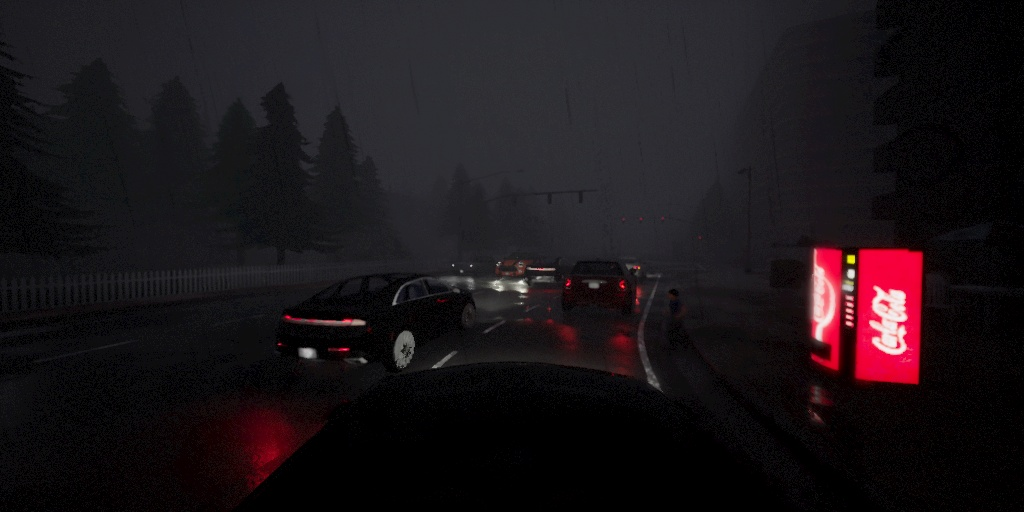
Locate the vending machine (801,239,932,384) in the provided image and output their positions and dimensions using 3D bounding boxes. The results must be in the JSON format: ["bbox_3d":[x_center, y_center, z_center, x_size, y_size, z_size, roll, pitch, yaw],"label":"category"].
[{"bbox_3d":[5.402,0.850,5.567,1.100,2.100,0.880,0,0,15],"label":"vending machine"}]

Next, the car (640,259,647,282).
[{"bbox_3d":[7.173,0.743,22.004,1.812,1.442,4.674,1,2,24],"label":"car"}]

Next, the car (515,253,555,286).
[{"bbox_3d":[2.210,0.774,19.294,2.128,1.511,4.902,1,2,23],"label":"car"}]

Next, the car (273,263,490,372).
[{"bbox_3d":[-2.280,1.086,7.389,2.128,1.511,4.902,0,2,14],"label":"car"}]

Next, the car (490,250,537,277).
[{"bbox_3d":[0.609,0.483,24.809,2.097,1.767,4.553,1,2,24],"label":"car"}]

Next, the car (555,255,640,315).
[{"bbox_3d":[3.171,0.821,12.498,2.097,1.767,4.553,1,2,21],"label":"car"}]

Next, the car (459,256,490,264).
[{"bbox_3d":[-2.522,0.686,26.380,1.895,1.301,4.718,1,2,24],"label":"car"}]

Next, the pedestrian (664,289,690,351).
[{"bbox_3d":[3.228,1.188,6.962,0.375,1.300,0.375,1,2,16],"label":"pedestrian"}]
